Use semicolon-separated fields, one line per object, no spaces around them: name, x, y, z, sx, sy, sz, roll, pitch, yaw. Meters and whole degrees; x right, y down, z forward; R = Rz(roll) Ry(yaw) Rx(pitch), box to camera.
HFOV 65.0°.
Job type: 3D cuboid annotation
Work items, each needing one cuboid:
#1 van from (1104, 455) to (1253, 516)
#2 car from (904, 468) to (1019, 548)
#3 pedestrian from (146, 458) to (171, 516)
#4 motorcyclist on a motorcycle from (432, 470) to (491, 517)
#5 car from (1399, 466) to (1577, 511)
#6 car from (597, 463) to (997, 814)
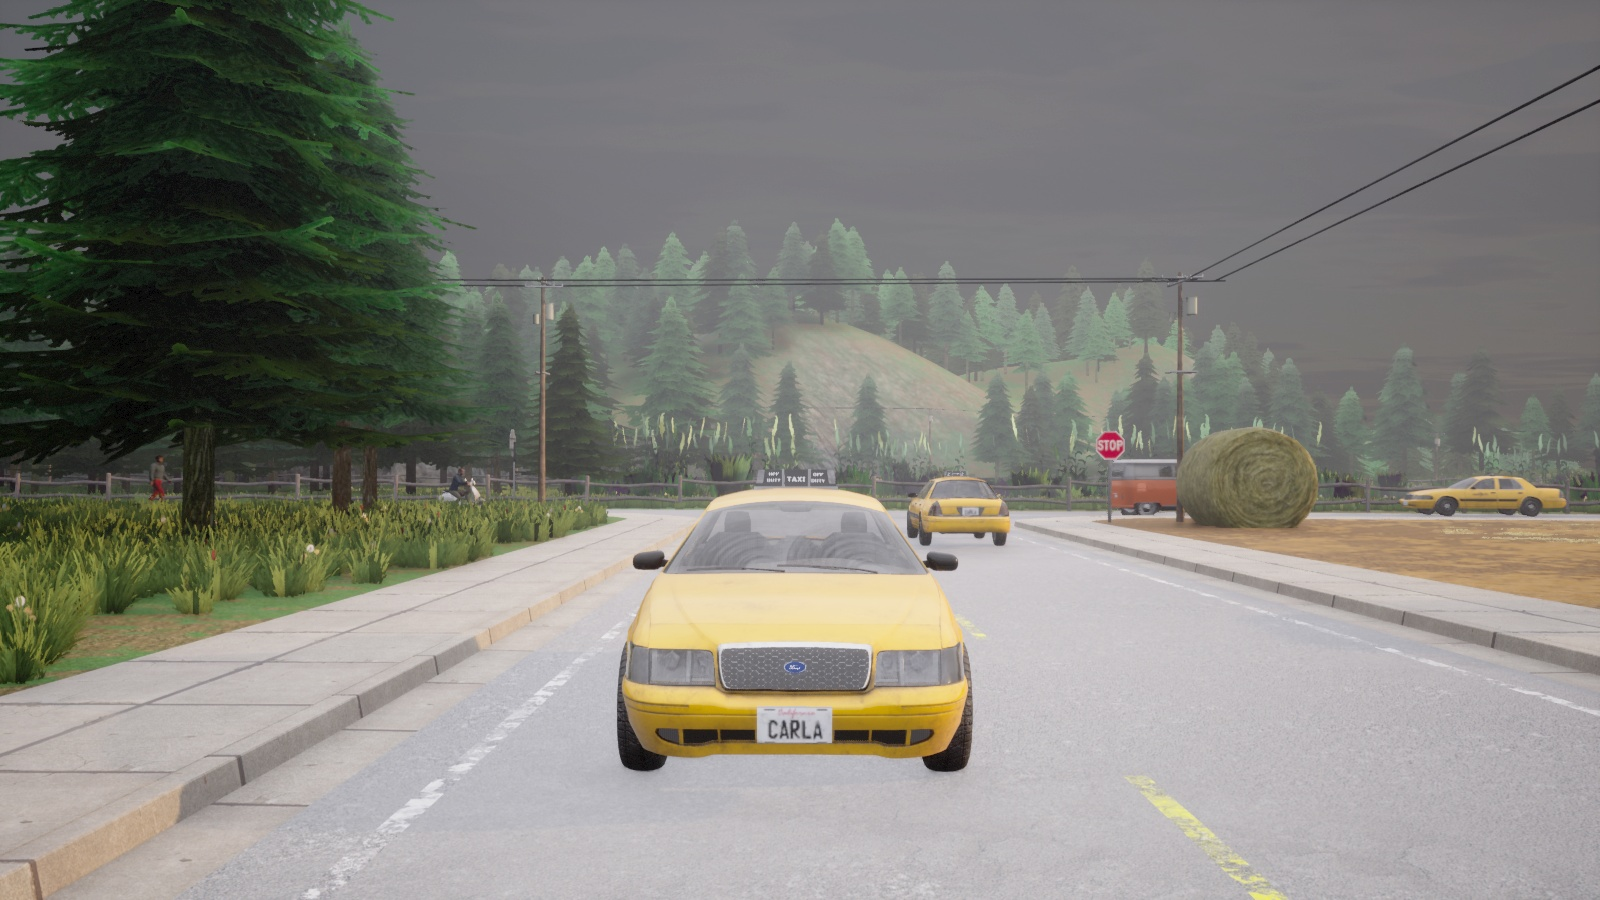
van;12.718;1.190;42.319;4.442;1.987;1.775;0;-1;-7
car;3.428;1.202;27.596;1.801;1.575;5.366;0;-1;0
pedestrian;-20.580;1.197;40.293;0.614;1.847;0.353;0;-1;7
motorcyclist on a motorcycle;-11.755;1.511;43.660;1.817;1.590;0.866;0;-1;3
car;24.840;1.380;45.481;5.366;1.575;1.801;0;-1;3
car;-0.022;0.894;8.352;1.801;1.575;5.366;0;-1;0
